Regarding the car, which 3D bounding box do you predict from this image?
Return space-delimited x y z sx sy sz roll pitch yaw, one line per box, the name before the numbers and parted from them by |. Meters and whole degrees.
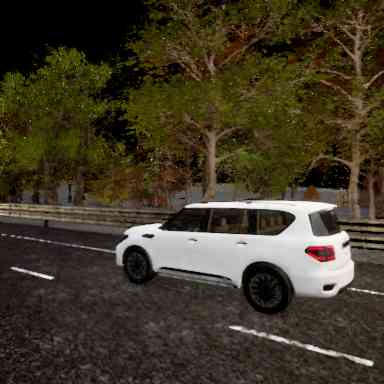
car | 0.701 1.214 7.793 5.566 2.045 2.150 0 0 36
